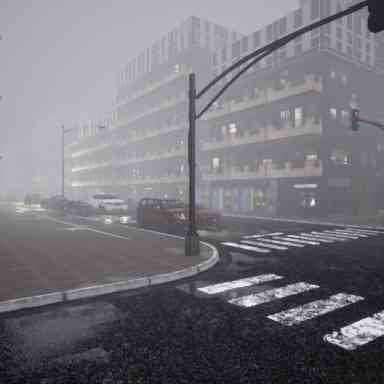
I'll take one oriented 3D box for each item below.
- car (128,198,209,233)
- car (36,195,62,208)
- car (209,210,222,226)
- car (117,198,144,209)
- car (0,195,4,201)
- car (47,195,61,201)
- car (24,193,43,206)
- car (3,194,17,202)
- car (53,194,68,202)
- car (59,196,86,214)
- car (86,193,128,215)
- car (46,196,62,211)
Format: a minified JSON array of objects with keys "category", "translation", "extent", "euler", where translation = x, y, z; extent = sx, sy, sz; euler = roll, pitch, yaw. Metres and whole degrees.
[{"category":"car","translation":[-1.552,1.264,19.663],"extent":[2.192,1.841,5.009],"euler":[0,0,-36]},{"category":"car","translation":[-18.134,1.436,42.628],"extent":[1.947,1.339,4.313],"euler":[0,0,-36]},{"category":"car","translation":[-0.081,1.423,22.044],"extent":[1.882,1.535,5.008],"euler":[0,0,-36]},{"category":"car","translation":[-8.023,1.465,42.941],"extent":[1.802,1.307,4.206],"euler":[0,0,-36]},{"category":"car","translation":[-41.345,1.269,74.773],"extent":[1.967,1.590,4.097],"euler":[0,0,-36]},{"category":"car","translation":[-31.234,1.379,75.086],"extent":[2.008,1.369,4.403],"euler":[0,0,-36]},{"category":"car","translation":[-24.764,1.162,51.811],"extent":[2.192,1.841,5.009],"euler":[0,0,-36]},{"category":"car","translation":[-38.029,1.412,70.181],"extent":[1.802,1.307,4.206],"euler":[0,0,-36]},{"category":"car","translation":[-27.918,1.269,70.495],"extent":[1.967,1.590,4.097],"euler":[0,0,-36]},{"category":"car","translation":[-11.501,1.444,33.441],"extent":[1.887,1.381,4.507],"euler":[0,0,-36]},{"category":"car","translation":[-8.596,1.124,33.846],"extent":[2.150,2.045,5.566],"euler":[0,0,-35]},{"category":"car","translation":[-14.817,1.451,38.034],"extent":[1.947,1.339,4.313],"euler":[0,0,-36]}]
